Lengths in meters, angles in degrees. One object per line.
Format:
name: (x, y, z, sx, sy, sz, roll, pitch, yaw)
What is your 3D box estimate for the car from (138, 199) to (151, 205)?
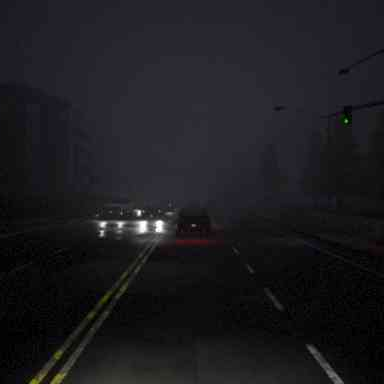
car: (-7.082, 1.847, 50.114, 2.128, 1.511, 4.902, 0, 0, 0)

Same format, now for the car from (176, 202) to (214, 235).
car: (0.089, 1.620, 19.932, 1.882, 1.535, 5.008, 0, 0, 0)

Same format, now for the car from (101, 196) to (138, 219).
car: (-7.172, 1.448, 32.557, 2.150, 2.045, 5.566, 0, 0, 2)

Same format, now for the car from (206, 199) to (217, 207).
car: (3.466, 1.914, 59.666, 2.128, 1.511, 4.902, 0, 0, 0)

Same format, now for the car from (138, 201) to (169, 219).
car: (-3.610, 1.828, 31.911, 1.895, 1.301, 4.718, 0, 0, 0)

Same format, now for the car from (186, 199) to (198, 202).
car: (-0.034, 1.901, 59.665, 1.882, 1.535, 5.008, 0, 0, 0)

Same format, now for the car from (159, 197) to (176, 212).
car: (-3.606, 1.665, 43.959, 2.097, 1.767, 4.553, 0, 0, 0)
